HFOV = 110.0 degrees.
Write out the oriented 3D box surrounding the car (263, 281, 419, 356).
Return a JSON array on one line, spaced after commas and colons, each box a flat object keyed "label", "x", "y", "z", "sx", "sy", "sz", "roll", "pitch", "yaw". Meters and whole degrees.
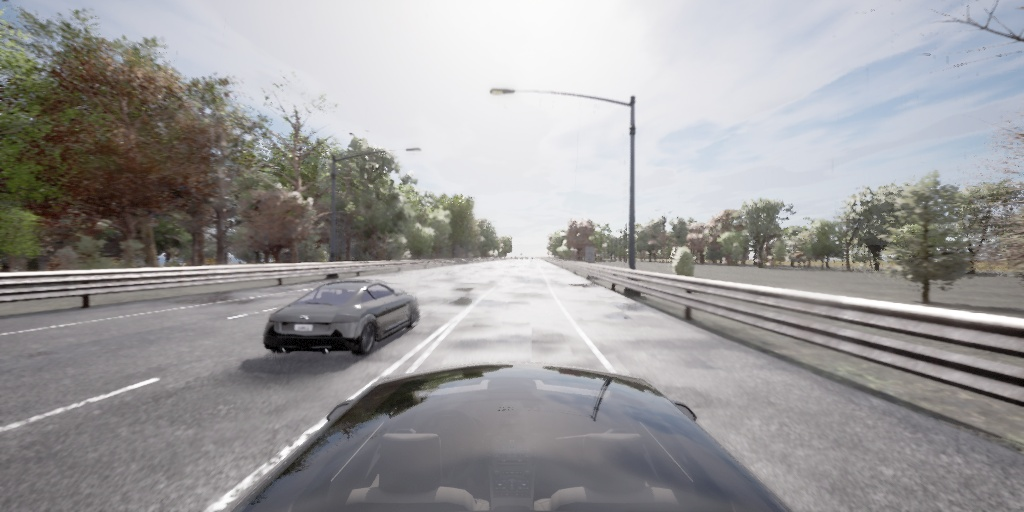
[{"label": "car", "x": -3.717, "y": 1.292, "z": 8.608, "sx": 1.994, "sy": 1.385, "sz": 4.181, "roll": 0, "pitch": 0, "yaw": 3}]
